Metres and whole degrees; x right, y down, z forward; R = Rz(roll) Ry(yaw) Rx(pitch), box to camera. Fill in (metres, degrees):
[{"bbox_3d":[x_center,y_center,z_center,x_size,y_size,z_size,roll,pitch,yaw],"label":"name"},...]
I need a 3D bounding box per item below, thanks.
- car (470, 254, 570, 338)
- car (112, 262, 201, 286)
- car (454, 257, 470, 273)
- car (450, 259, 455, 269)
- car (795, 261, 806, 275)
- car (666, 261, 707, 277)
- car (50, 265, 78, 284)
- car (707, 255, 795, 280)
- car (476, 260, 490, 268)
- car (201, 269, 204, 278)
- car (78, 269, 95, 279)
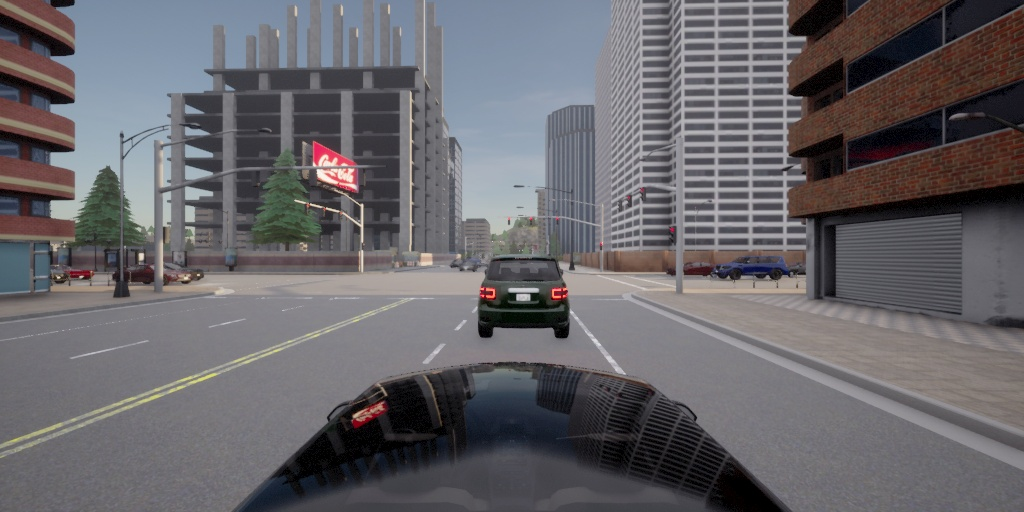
[{"bbox_3d":[0.338,0.971,10.294,2.150,2.045,5.566,0,0,2],"label":"car"},{"bbox_3d":[-24.764,1.276,24.746,4.674,1.442,1.812,0,0,2],"label":"car"},{"bbox_3d":[-5.403,1.241,44.307,2.128,1.511,4.902,0,0,0],"label":"car"},{"bbox_3d":[-8.567,1.255,56.694,1.837,1.490,4.892,0,0,2],"label":"car"},{"bbox_3d":[27.236,1.241,33.751,4.902,1.511,2.128,0,0,2],"label":"car"},{"bbox_3d":[17.306,1.227,34.083,5.008,1.535,1.882,0,0,2],"label":"car"},{"bbox_3d":[-34.010,1.255,25.046,4.892,1.490,1.837,0,0,2],"label":"car"},{"bbox_3d":[20.222,0.971,30.490,5.566,2.045,2.150,0,0,2],"label":"car"},{"bbox_3d":[-4.880,1.351,61.255,1.895,1.301,4.718,0,0,2],"label":"car"},{"bbox_3d":[-27.207,1.227,28.327,5.008,1.535,1.882,0,0,2],"label":"car"},{"bbox_3d":[-36.499,1.351,28.630,4.718,1.301,1.895,0,0,2],"label":"car"}]
